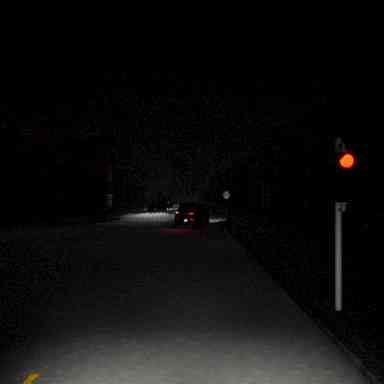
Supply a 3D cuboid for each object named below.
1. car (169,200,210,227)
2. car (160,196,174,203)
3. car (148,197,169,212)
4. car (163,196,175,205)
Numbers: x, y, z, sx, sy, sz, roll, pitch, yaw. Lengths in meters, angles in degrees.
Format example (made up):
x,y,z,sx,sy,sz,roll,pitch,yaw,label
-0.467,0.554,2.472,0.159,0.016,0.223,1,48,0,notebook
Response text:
x,y,z,sx,sy,sz,roll,pitch,yaw,label
0.038,1.505,22.980,1.837,1.490,4.892,3,0,10,car
-4.087,1.352,48.387,2.097,1.767,4.553,0,0,0,car
-4.099,1.601,39.424,1.895,1.301,4.718,0,0,0,car
-4.054,1.525,58.541,1.812,1.442,4.674,0,0,0,car
